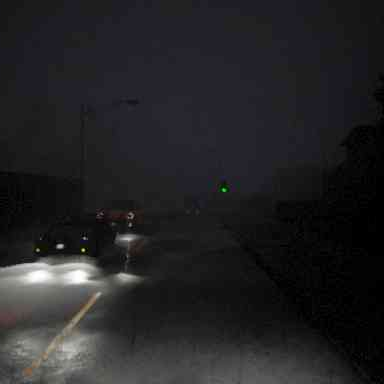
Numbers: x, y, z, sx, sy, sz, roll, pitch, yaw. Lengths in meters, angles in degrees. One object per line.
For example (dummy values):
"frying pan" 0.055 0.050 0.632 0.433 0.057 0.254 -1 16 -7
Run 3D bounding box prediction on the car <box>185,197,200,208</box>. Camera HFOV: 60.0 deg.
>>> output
"car" 0.038 1.342 43.439 1.895 1.301 4.718 0 0 0

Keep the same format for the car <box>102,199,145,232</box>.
"car" -4.026 1.238 19.280 2.097 1.767 4.553 0 0 0

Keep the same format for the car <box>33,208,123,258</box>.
"car" -4.107 1.491 12.358 1.994 1.385 4.181 0 0 0
